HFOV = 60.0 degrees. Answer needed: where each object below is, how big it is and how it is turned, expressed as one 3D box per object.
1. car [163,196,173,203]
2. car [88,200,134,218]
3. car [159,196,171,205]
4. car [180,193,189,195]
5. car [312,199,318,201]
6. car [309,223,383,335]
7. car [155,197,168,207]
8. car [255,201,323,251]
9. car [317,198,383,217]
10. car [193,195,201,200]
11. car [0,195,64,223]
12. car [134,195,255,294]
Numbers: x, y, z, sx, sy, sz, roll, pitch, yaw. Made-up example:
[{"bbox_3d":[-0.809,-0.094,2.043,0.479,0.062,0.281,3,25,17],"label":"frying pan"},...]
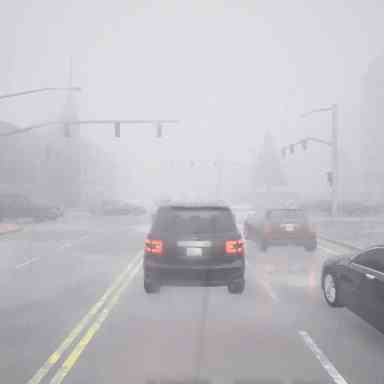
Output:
[{"bbox_3d":[-5.079,1.553,71.188,1.994,1.385,4.181,0,0,-1],"label":"car"},{"bbox_3d":[-6.544,1.491,29.237,4.902,1.511,2.128,0,0,-4],"label":"car"},{"bbox_3d":[-4.904,1.478,61.307,1.882,1.535,5.008,0,0,-1],"label":"car"},{"bbox_3d":[-1.795,1.496,80.194,1.837,1.490,4.892,0,0,-1],"label":"car"},{"bbox_3d":[14.435,1.505,37.539,4.892,1.490,1.837,0,0,-2],"label":"car"},{"bbox_3d":[3.607,1.505,5.057,1.837,1.490,4.892,0,0,0],"label":"car"},{"bbox_3d":[-4.704,1.526,51.917,1.812,1.442,4.674,0,0,-1],"label":"car"},{"bbox_3d":[3.535,1.352,14.138,2.097,1.767,4.553,0,0,0],"label":"car"},{"bbox_3d":[14.525,1.491,30.319,4.902,1.511,2.128,0,0,-2],"label":"car"},{"bbox_3d":[1.461,1.553,90.341,1.994,1.385,4.181,0,0,-1],"label":"car"},{"bbox_3d":[-12.567,1.222,25.000,5.566,2.045,2.150,0,0,7],"label":"car"},{"bbox_3d":[0.053,1.221,8.960,2.150,2.045,5.566,0,0,0],"label":"car"}]
